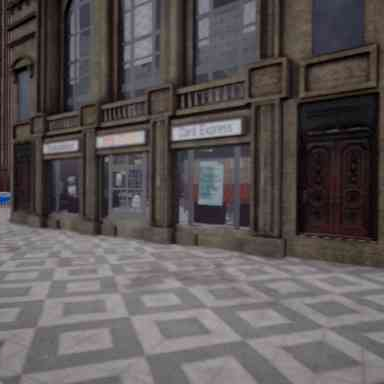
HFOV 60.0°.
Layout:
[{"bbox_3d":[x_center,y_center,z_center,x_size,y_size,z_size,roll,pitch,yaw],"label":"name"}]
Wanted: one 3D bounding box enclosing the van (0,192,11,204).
[{"bbox_3d":[-27.157,0.885,47.609,1.690,1.788,3.998,2,2,36],"label":"van"}]
